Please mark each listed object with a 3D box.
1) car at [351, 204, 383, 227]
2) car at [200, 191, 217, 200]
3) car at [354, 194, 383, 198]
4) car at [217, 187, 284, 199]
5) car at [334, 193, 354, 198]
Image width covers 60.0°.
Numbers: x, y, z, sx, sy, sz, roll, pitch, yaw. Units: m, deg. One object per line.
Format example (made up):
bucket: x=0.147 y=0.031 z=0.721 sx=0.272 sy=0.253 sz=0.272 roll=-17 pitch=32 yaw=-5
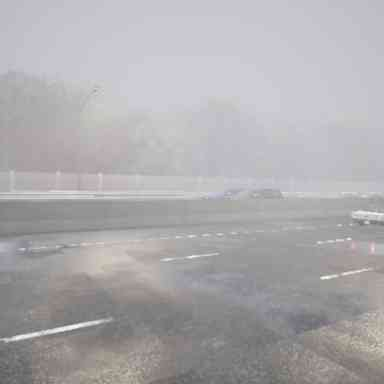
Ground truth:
car: x=11.339 y=1.359 z=19.033 sx=4.718 sy=1.301 sz=1.895 roll=0 pitch=1 yaw=-31
car: x=3.389 y=0.586 z=30.667 sx=5.566 sy=2.045 sz=2.150 roll=1 pitch=1 yaw=-30
car: x=20.584 y=1.021 z=36.733 sx=4.892 sy=1.490 sz=1.837 roll=-1 pitch=2 yaw=-30
car: x=5.194 y=0.684 z=27.671 sx=5.566 sy=2.045 sz=2.150 roll=1 pitch=1 yaw=-30
car: x=18.557 y=0.910 z=39.601 sx=4.902 sy=1.511 sz=2.128 roll=0 pitch=2 yaw=-30
